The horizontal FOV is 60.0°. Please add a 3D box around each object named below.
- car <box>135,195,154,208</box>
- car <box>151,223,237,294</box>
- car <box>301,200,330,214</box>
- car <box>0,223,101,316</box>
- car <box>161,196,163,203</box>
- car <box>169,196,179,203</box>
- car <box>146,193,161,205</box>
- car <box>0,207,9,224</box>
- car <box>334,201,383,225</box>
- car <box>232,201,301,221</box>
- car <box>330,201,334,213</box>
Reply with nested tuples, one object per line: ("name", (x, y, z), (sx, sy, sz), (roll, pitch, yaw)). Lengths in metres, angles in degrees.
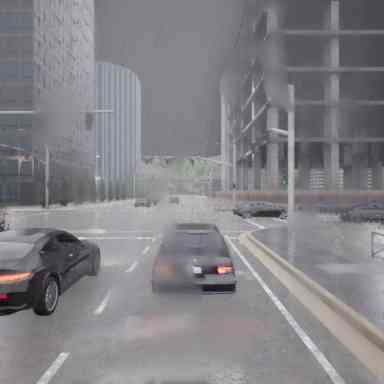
("car", (-7.212, 1.564, 49.157), (1.994, 1.385, 4.181), (0, 0, 0))
("car", (0.050, 1.547, 8.900), (2.033, 1.411, 5.357), (0, 0, 0))
("car", (12.964, 1.508, 33.698), (4.181, 1.385, 1.994), (0, 0, 0))
("car", (-3.457, 1.526, 7.382), (1.812, 1.442, 4.674), (0, 0, 0))
("car", (-7.170, 1.352, 68.298), (2.097, 1.767, 4.553), (0, 0, 0))
("car", (-3.549, 1.547, 66.321), (2.033, 1.411, 5.357), (0, 0, 0))
("car", (-7.215, 1.221, 58.476), (2.150, 2.045, 5.566), (0, 0, 0))
("car", (-10.910, 1.467, 17.662), (1.882, 1.535, 5.008), (2, -1, -28))
("car", (12.525, 1.508, 22.987), (4.181, 1.385, 1.994), (0, 0, 0))
("car", (5.646, 1.445, 26.432), (4.902, 1.511, 2.128), (0, 0, -1))
("car", (15.833, 1.492, 30.215), (5.357, 1.411, 2.033), (0, 0, 0))
